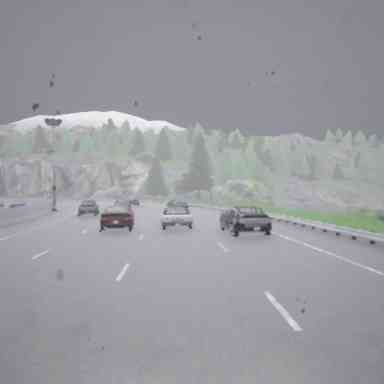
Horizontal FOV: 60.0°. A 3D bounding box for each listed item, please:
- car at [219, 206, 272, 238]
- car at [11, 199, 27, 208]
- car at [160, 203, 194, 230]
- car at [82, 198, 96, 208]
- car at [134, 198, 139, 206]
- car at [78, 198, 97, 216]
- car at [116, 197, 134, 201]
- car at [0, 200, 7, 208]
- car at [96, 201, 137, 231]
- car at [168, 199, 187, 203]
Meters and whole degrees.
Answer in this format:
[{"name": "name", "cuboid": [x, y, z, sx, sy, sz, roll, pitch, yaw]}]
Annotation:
[{"name": "car", "cuboid": [2.712, 1.471, 17.742, 2.128, 1.511, 4.902, -1, 0, -7]}, {"name": "car", "cuboid": [-27.635, 1.910, 53.115, 1.882, 1.535, 5.008, -1, 0, -21]}, {"name": "car", "cuboid": [-1.105, 1.636, 21.767, 1.895, 1.301, 4.718, -1, 0, -7]}, {"name": "car", "cuboid": [-17.256, 1.795, 55.798, 1.837, 1.490, 4.892, 0, 0, -22]}, {"name": "car", "cuboid": [-10.358, 1.702, 57.370, 1.837, 1.490, 4.892, 0, 0, -22]}, {"name": "car", "cuboid": [-10.757, 1.673, 34.746, 2.128, 1.511, 4.902, -1, 0, -13]}, {"name": "car", "cuboid": [-10.157, 1.732, 47.825, 2.033, 1.411, 5.357, -1, 0, -20]}, {"name": "car", "cuboid": [-32.726, 2.020, 56.254, 1.812, 1.442, 4.674, -1, 0, -22]}, {"name": "car", "cuboid": [-4.699, 1.562, 21.296, 1.882, 1.535, 5.008, 0, 0, -8]}, {"name": "car", "cuboid": [-2.050, 1.617, 45.073, 2.033, 1.411, 5.357, -1, 0, -18]}]
